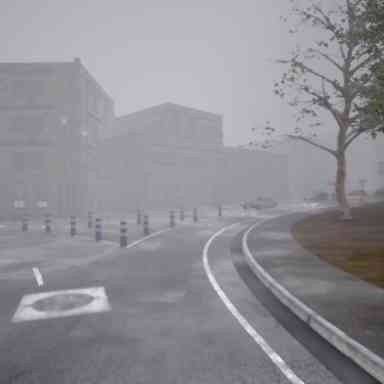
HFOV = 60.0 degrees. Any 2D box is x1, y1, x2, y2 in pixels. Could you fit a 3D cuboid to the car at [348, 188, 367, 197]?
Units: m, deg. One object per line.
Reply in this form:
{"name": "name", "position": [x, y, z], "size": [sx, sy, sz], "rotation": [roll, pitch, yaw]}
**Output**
{"name": "car", "position": [28.326, 0.076, 56.997], "size": [1.994, 1.385, 4.181], "rotation": [-1, 2, 45]}

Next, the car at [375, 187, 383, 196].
{"name": "car", "position": [33.036, -0.084, 57.139], "size": [2.033, 1.411, 5.357], "rotation": [-1, 2, 44]}

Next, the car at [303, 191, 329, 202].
{"name": "car", "position": [16.968, 0.580, 45.449], "size": [2.128, 1.511, 4.902], "rotation": [-1, 1, 44]}

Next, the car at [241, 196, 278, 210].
{"name": "car", "position": [7.222, 1.156, 35.450], "size": [1.895, 1.301, 4.718], "rotation": [-1, 1, 44]}
